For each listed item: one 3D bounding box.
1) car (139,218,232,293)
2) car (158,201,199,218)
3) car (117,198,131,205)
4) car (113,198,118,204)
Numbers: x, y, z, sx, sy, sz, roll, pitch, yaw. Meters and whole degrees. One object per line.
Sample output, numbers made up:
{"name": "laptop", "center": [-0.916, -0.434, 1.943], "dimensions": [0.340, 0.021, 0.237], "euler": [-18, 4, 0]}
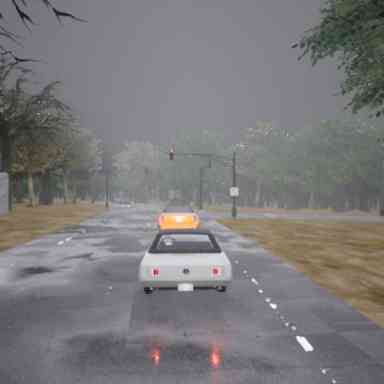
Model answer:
{"name": "car", "center": [-0.201, 1.602, 8.809], "dimensions": [1.895, 1.301, 4.718], "euler": [0, 0, -2]}
{"name": "car", "center": [-0.793, 1.356, 18.160], "dimensions": [2.097, 1.767, 4.553], "euler": [0, 0, -4]}
{"name": "car", "center": [-13.852, 2.065, 69.059], "dimensions": [1.994, 1.385, 4.181], "euler": [0, -1, -16]}
{"name": "car", "center": [-19.018, 2.274, 84.572], "dimensions": [1.837, 1.490, 4.892], "euler": [0, -1, -19]}
